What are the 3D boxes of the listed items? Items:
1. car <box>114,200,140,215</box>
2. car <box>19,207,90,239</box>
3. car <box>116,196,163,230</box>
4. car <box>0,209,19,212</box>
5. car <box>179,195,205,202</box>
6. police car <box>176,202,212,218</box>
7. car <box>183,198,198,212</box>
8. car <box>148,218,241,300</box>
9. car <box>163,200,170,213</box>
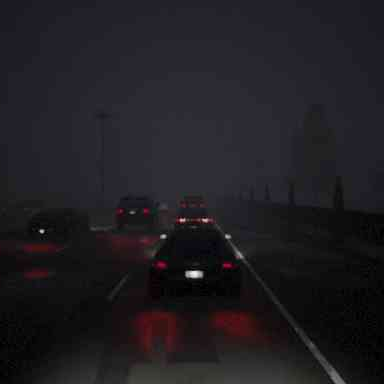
[{"bbox_3d":[-7.076,1.641,36.785,2.033,1.411,5.357,0,0,-1],"label":"car"},{"bbox_3d":[-6.906,1.550,17.731,1.837,1.490,4.892,0,0,0],"label":"car"},{"bbox_3d":[-3.408,1.276,21.671,2.150,2.045,5.566,0,0,0],"label":"car"},{"bbox_3d":[-14.115,1.423,28.383,2.097,1.767,4.553,0,0,0],"label":"car"},{"bbox_3d":[0.042,1.301,30.062,2.150,2.045,5.566,0,0,-1],"label":"car"},{"bbox_3d":[0.093,1.549,18.224,2.038,1.542,4.974,0,0,0],"label":"police car"},{"bbox_3d":[-0.244,1.563,42.379,1.801,1.575,5.366,0,0,-2],"label":"car"},{"bbox_3d":[0.087,1.586,8.526,1.994,1.385,4.181,0,0,1],"label":"car"},{"bbox_3d":[-3.654,1.625,39.247,1.812,1.442,4.674,0,0,-2],"label":"car"}]
